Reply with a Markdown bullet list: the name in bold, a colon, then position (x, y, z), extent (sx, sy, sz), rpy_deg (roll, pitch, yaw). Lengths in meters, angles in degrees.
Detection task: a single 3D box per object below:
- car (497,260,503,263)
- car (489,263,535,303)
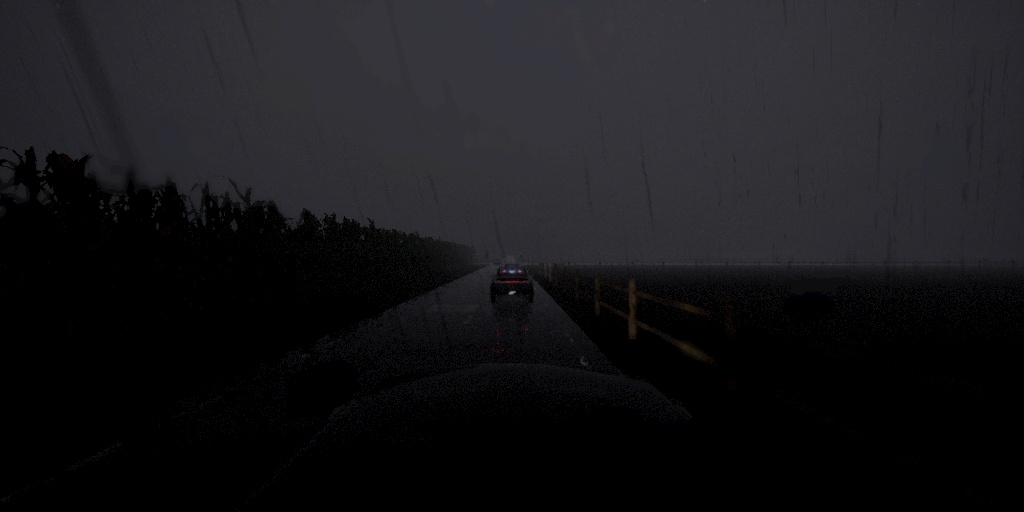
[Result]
- **car**: position (0.000, 1.295, 31.505), extent (2.033, 1.411, 5.357), rpy_deg (0, 0, 0)
- **car**: position (0.000, 1.238, 16.503), extent (2.128, 1.511, 4.902), rpy_deg (0, 0, 0)
